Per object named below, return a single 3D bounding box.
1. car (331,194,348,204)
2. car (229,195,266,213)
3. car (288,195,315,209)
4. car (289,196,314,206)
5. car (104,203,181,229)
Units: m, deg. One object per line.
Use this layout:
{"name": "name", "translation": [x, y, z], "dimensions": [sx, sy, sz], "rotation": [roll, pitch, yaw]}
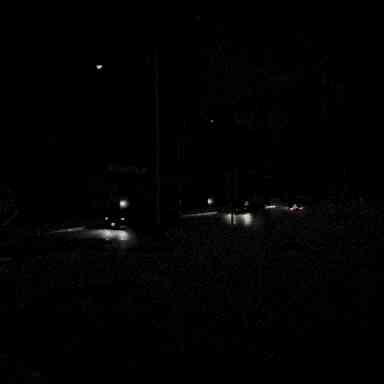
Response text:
{"name": "car", "translation": [23.145, 1.076, 52.192], "dimensions": [2.128, 1.511, 4.902], "rotation": [-2, -1, 36]}
{"name": "car", "translation": [5.424, 1.062, 32.362], "dimensions": [2.097, 1.767, 4.553], "rotation": [-2, -1, 35]}
{"name": "car", "translation": [12.170, 1.115, 36.761], "dimensions": [1.837, 1.490, 4.892], "rotation": [-2, -1, 35]}
{"name": "car", "translation": [15.112, 1.258, 45.806], "dimensions": [1.895, 1.301, 4.718], "rotation": [-2, -1, 35]}
{"name": "car", "translation": [-2.872, 1.383, 20.691], "dimensions": [2.033, 1.411, 5.357], "rotation": [-2, 0, 35]}
